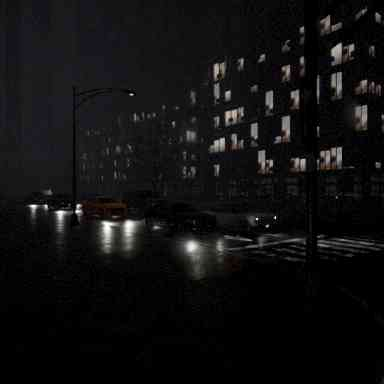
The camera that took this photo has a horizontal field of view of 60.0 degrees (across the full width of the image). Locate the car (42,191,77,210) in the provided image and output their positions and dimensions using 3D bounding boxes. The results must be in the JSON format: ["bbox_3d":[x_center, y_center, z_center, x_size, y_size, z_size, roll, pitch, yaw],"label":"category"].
[{"bbox_3d":[-12.855,0.900,32.738,1.837,1.490,4.892,0,1,-38],"label":"car"}]

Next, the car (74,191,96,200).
[{"bbox_3d":[-17.868,0.603,55.278,1.895,1.301,4.718,0,1,-38],"label":"car"}]

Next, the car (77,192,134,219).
[{"bbox_3d":[-6.576,1.060,24.727,1.882,1.535,5.008,0,1,-38],"label":"car"}]

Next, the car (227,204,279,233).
[{"bbox_3d":[2.440,1.371,18.541,1.895,1.301,4.718,0,1,-39],"label":"car"}]

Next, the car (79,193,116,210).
[{"bbox_3d":[-9.764,0.886,34.071,1.882,1.535,5.008,0,1,-38],"label":"car"}]

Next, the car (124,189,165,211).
[{"bbox_3d":[-3.595,0.813,26.192,2.150,2.045,5.566,0,1,-38],"label":"car"}]

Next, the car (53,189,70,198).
[{"bbox_3d":[-25.577,0.248,65.138,1.882,1.535,5.008,0,1,-38],"label":"car"}]

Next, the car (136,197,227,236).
[{"bbox_3d":[-0.728,1.233,17.284,1.882,1.535,5.008,0,1,-37],"label":"car"}]

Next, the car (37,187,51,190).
[{"bbox_3d":[-28.583,-0.022,63.705,2.150,2.045,5.566,0,1,-38],"label":"car"}]

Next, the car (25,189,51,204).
[{"bbox_3d":[-19.222,0.709,40.950,1.837,1.490,4.892,0,1,-38],"label":"car"}]
